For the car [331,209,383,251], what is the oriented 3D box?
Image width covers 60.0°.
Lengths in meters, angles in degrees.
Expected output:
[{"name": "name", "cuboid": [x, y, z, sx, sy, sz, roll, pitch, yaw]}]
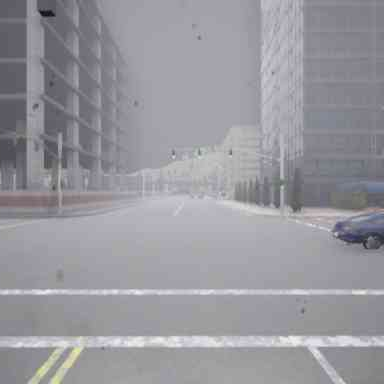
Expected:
[{"name": "car", "cuboid": [8.221, 1.561, 13.710, 4.674, 1.442, 1.812, 0, 0, -1]}]
